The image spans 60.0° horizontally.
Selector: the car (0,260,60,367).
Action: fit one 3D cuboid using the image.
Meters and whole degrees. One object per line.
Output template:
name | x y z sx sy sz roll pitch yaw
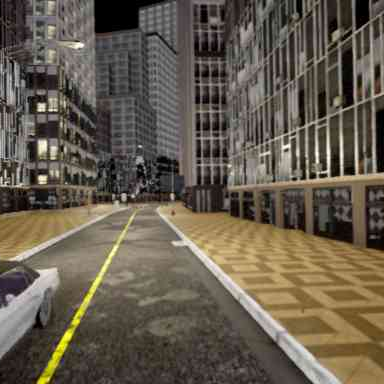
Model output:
car | -3.275 1.718 4.410 1.895 1.301 4.718 -1 -1 -8
